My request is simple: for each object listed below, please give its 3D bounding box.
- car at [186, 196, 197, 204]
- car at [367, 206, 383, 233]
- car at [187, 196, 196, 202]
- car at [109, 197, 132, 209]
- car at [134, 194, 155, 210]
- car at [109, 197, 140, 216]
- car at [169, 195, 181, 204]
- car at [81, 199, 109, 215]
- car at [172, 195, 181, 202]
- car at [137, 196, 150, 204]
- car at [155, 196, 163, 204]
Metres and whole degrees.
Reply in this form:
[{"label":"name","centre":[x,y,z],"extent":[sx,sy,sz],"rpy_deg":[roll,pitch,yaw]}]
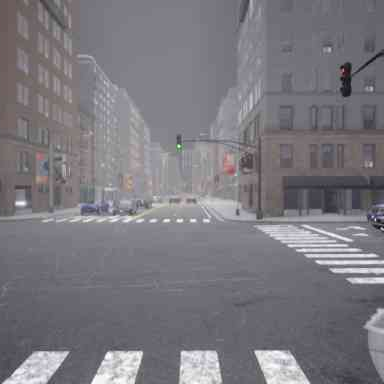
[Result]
[{"label":"car","centre":[-0.081,1.491,62.725],"extent":[1.882,1.535,5.008],"rpy_deg":[0,0,0]},{"label":"car","centre":[11.630,1.518,16.506],"extent":[4.718,1.301,1.895],"rpy_deg":[0,0,-1]},{"label":"car","centre":[-0.094,1.518,73.174],"extent":[1.994,1.385,4.181],"rpy_deg":[0,0,0]},{"label":"car","centre":[-9.890,1.493,46.572],"extent":[2.128,1.511,4.902],"rpy_deg":[0,0,0]},{"label":"car","centre":[-6.643,1.223,44.060],"extent":[2.150,2.045,5.566],"rpy_deg":[0,0,0]},{"label":"car","centre":[-6.635,1.521,33.305],"extent":[1.812,1.442,4.674],"rpy_deg":[0,0,-2]},{"label":"car","centre":[-3.331,1.491,62.754],"extent":[1.882,1.535,5.008],"rpy_deg":[0,0,0]},{"label":"car","centre":[-9.879,1.473,34.192],"extent":[1.882,1.535,5.008],"rpy_deg":[0,0,0]},{"label":"car","centre":[-3.344,1.444,73.171],"extent":[1.882,1.535,5.008],"rpy_deg":[0,0,0]},{"label":"car","centre":[-9.846,1.527,67.388],"extent":[1.837,1.490,4.892],"rpy_deg":[0,0,0]},{"label":"car","centre":[-6.608,1.506,63.476],"extent":[2.128,1.511,4.902],"rpy_deg":[0,0,0]}]
